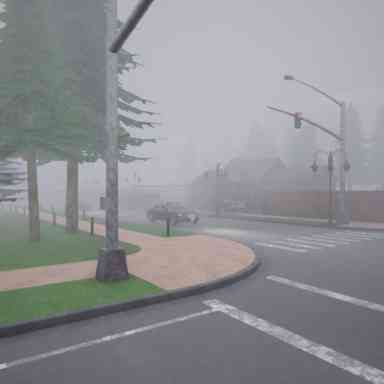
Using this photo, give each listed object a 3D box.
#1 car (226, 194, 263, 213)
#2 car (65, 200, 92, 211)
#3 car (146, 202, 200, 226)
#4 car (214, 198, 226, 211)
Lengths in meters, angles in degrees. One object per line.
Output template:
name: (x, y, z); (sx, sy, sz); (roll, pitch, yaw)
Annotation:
car: (6.202, 1.159, 34.767); (4.605, 1.855, 1.932); (0, 0, -37)
car: (-13.477, 1.586, 39.429); (1.895, 1.301, 4.718); (0, 0, -37)
car: (-1.427, 1.477, 23.361); (2.128, 1.511, 4.902); (0, 0, -37)
car: (4.382, 1.161, 36.545); (3.866, 1.878, 1.905); (0, 0, -37)
